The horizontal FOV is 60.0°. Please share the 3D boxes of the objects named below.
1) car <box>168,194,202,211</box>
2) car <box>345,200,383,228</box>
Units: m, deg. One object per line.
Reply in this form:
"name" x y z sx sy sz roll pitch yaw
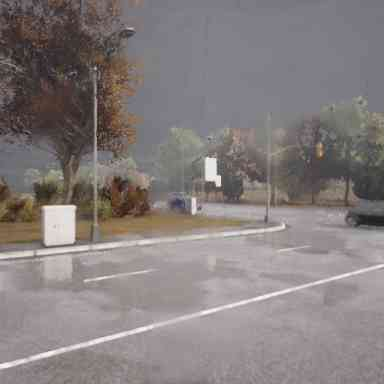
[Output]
"car" -0.884 1.227 40.022 2.150 2.045 5.566 0 0 -32
"car" 11.730 1.332 19.971 2.097 1.767 4.553 0 0 -32
